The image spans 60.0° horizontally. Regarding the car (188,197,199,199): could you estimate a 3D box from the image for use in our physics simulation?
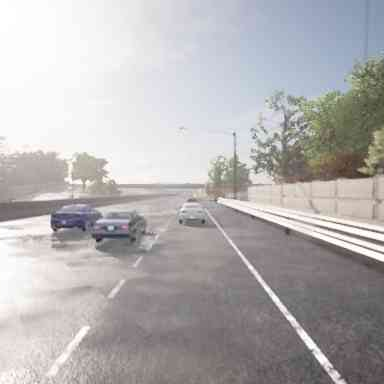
[{"bbox_3d":[0.207,1.587,62.296,1.882,1.535,5.008,0,0,3],"label":"car"}]

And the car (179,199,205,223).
[{"bbox_3d":[0.006,1.551,25.672,1.812,1.442,4.674,0,0,0],"label":"car"}]

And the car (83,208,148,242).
[{"bbox_3d":[-3.396,1.558,16.404,2.033,1.411,5.357,0,0,0],"label":"car"}]

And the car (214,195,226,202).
[{"bbox_3d":[8.181,1.910,95.227,2.150,2.045,5.566,0,-1,25],"label":"car"}]

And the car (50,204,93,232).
[{"bbox_3d":[-6.892,1.494,20.384,1.882,1.535,5.008,0,0,0],"label":"car"}]
